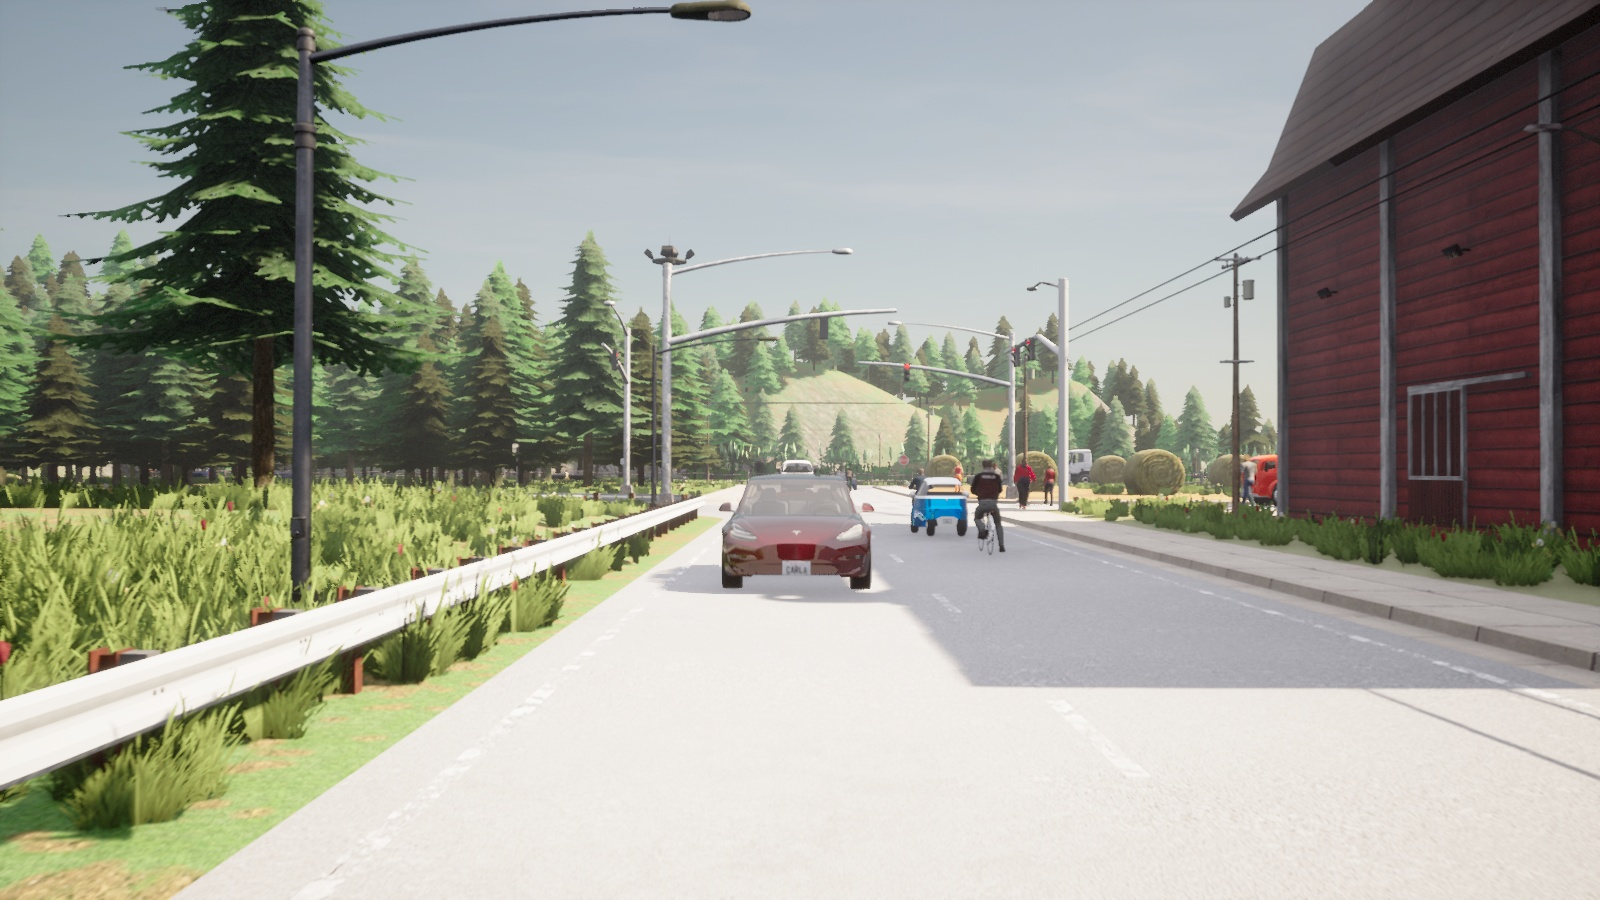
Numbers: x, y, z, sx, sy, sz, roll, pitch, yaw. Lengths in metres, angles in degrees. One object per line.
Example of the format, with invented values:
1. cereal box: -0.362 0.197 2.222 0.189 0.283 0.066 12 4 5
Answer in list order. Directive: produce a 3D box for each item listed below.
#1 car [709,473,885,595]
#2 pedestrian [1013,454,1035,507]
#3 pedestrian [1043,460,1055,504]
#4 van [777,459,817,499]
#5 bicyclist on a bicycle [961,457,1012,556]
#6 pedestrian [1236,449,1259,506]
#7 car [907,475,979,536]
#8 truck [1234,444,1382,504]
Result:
1. car: -0.040 1.083 17.909 2.163 1.488 4.792 0 -1 0
2. pedestrian: 7.846 1.078 44.015 0.634 1.844 0.899 0 -1 4
3. pedestrian: 10.473 1.345 52.867 0.331 1.846 0.636 0 -1 -4
4. van: -0.151 1.556 67.350 2.069 2.038 4.480 0 -1 0
5. bicyclist on a bicycle: 3.448 1.022 23.363 0.659 1.776 1.843 0 -1 0
6. pedestrian: 14.428 0.877 40.468 0.354 1.836 0.706 0 -1 -14
7. car: 3.433 1.312 30.344 1.481 1.376 2.207 0 -1 0
8. truck: 21.530 1.016 53.384 5.204 2.467 2.627 0 -1 -1
